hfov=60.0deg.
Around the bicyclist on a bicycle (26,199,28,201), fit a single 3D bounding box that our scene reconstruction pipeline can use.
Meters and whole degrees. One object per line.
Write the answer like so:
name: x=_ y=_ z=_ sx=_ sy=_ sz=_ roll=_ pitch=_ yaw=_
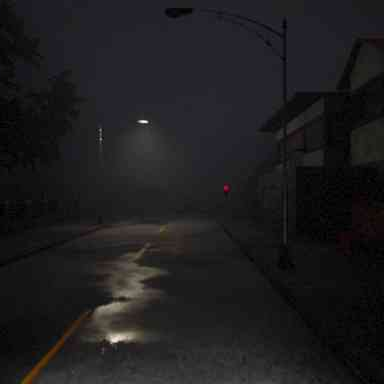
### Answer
bicyclist on a bicycle: x=-22.135 y=1.766 z=44.603 sx=0.582 sy=1.620 sz=1.656 roll=0 pitch=0 yaw=0
